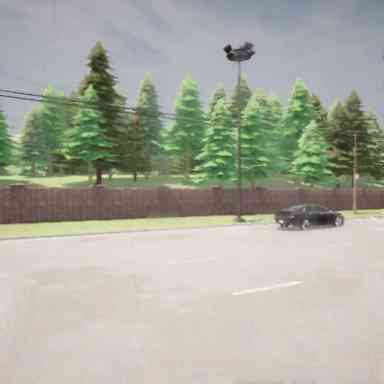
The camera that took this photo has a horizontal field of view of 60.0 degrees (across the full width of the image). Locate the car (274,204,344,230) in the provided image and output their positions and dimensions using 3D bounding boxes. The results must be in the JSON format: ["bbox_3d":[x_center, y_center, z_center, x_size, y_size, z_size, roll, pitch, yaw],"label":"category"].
[{"bbox_3d":[7.373,1.491,20.738,4.892,1.490,1.837,0,0,-29],"label":"car"}]
